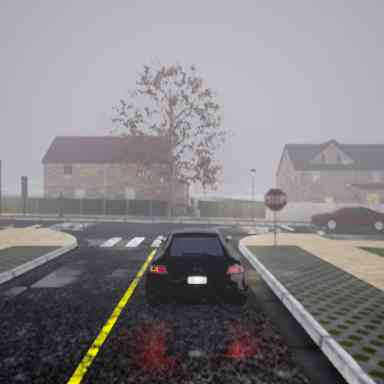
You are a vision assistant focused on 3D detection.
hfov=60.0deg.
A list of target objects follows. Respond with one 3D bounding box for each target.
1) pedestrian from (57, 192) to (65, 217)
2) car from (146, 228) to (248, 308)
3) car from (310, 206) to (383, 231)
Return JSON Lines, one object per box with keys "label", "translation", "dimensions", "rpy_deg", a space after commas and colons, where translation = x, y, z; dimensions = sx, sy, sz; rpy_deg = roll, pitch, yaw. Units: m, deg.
{"label": "pedestrian", "translation": [-9.749, 0.911, 24.753], "dimensions": [0.375, 1.860, 0.375], "rpy_deg": [0, -1, 0]}
{"label": "car", "translation": [0.073, 1.530, 7.925], "dimensions": [1.994, 1.385, 4.181], "rpy_deg": [0, 0, -1]}
{"label": "car", "translation": [10.412, 1.673, 21.967], "dimensions": [5.008, 1.535, 1.882], "rpy_deg": [1, 0, -2]}
